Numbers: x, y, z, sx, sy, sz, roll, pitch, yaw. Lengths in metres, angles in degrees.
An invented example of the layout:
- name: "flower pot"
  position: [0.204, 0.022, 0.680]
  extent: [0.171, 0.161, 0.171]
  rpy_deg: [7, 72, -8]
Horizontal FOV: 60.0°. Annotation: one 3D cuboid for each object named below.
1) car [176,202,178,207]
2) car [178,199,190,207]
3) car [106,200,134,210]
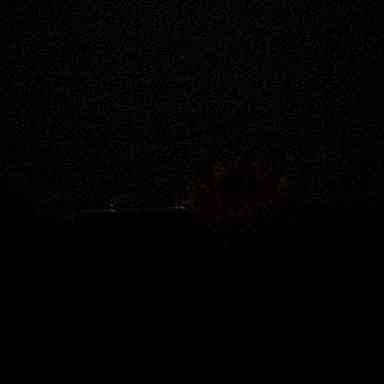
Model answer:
- name: "car"
  position: [-1.136, 2.141, 66.106]
  extent: [1.837, 1.490, 4.892]
  rpy_deg: [-1, -1, 36]
- name: "car"
  position: [0.138, 2.056, 61.812]
  extent: [1.837, 1.490, 4.892]
  rpy_deg: [-1, -1, 36]
- name: "car"
  position: [-11.284, 1.957, 52.153]
  extent: [1.837, 1.490, 4.892]
  rpy_deg: [-1, -1, 36]
